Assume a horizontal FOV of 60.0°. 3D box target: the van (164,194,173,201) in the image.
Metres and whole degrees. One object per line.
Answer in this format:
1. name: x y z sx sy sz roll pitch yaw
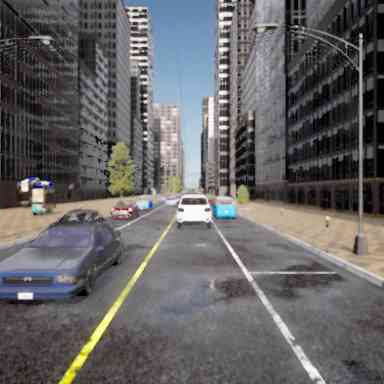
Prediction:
1. van: -5.577 1.302 79.310 1.690 1.788 3.998 0 0 0

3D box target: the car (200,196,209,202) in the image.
1. car: 2.796 1.550 73.629 1.802 1.307 4.206 0 0 0

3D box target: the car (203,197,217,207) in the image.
1. car: 2.763 1.530 50.957 1.887 1.381 4.507 0 0 0

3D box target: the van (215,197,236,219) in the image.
1. van: 2.729 1.336 28.283 1.690 1.788 3.998 0 0 0

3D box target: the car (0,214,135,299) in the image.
1. car: -3.088 1.547 8.840 2.033 1.411 5.357 0 0 0

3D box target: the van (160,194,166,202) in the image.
1. van: -5.593 1.314 67.974 1.690 1.788 3.998 0 0 0

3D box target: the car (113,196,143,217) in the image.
1. car: -5.651 1.435 28.296 1.967 1.590 4.097 0 0 0

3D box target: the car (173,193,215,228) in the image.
1. car: 0.135 1.220 22.356 2.150 2.045 5.566 0 0 0

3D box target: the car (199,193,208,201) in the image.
1. car: 2.812 1.269 84.965 2.192 1.841 5.009 0 0 0

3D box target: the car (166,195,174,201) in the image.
1. car: -5.568 1.498 84.978 1.887 1.381 4.507 0 0 0

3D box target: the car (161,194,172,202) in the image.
1. car: -5.585 1.282 73.642 2.192 1.841 5.009 0 0 0

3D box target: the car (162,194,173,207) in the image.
1. car: -3.007 1.512 50.123 1.812 1.442 4.674 0 0 0

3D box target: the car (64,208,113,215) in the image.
1. car: -5.667 1.564 16.959 1.947 1.339 4.313 0 0 0

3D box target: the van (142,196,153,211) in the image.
1. van: -5.635 1.332 39.633 1.690 1.788 3.998 0 0 0

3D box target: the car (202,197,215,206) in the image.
1. car: 2.771 1.548 56.625 1.947 1.339 4.313 0 0 0

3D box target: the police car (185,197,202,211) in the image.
1. police car: 0.160 1.495 41.564 2.038 1.542 4.974 0 0 0
